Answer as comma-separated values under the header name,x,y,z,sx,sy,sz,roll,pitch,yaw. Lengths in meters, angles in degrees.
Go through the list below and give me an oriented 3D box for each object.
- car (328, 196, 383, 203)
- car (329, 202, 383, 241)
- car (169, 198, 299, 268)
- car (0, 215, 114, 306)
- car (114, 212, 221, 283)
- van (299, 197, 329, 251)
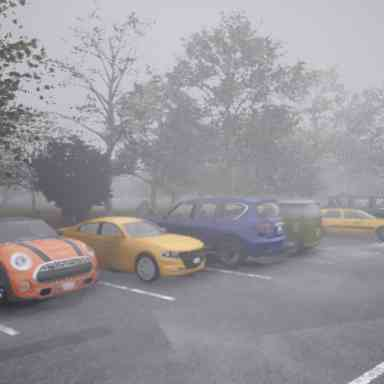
name,x,y,z,sx,sy,sz,roll,pitch,yaw
car,10.144,1.226,18.376,5.566,2.045,2.435,-1,-1,35
car,7.867,1.476,16.579,5.366,1.575,1.946,-1,-1,34
car,0.449,1.238,11.532,5.566,2.045,2.435,-1,-1,34
car,-4.369,1.362,8.095,4.553,1.767,2.185,-1,-1,35
car,-1.935,1.489,9.804,5.008,1.535,2.097,-1,-1,34
van,2.788,1.264,13.293,4.442,1.987,1.878,-1,0,35
